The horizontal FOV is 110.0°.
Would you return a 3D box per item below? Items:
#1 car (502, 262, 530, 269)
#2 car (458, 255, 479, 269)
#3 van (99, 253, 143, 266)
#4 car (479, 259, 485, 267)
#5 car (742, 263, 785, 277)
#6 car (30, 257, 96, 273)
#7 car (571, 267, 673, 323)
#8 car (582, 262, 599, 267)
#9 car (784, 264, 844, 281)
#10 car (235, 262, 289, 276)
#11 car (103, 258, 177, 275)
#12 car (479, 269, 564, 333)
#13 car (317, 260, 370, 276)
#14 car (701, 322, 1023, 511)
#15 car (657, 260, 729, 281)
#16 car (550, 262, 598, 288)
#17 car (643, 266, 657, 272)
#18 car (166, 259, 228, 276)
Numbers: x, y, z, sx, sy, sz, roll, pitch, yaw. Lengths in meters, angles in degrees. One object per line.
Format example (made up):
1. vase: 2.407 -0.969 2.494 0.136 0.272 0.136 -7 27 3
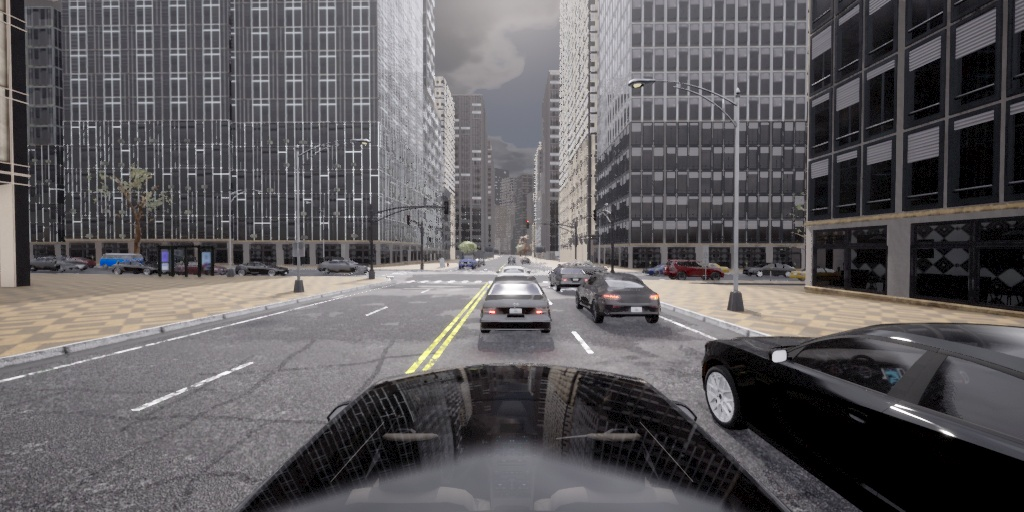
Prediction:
1. car: 0.086 1.265 20.251 1.812 1.442 4.674 0 0 0
2. car: -6.639 0.933 53.890 2.150 2.045 5.566 0 0 0
3. van: -45.319 0.603 41.615 3.998 1.789 1.690 0 0 1
4. car: -6.613 1.191 63.808 2.128 1.511 4.902 0 0 0
5. car: 27.012 1.458 37.769 4.892 1.490 1.837 1 1 1
6. car: -45.468 0.845 35.844 4.902 1.511 2.128 1 1 1
7. car: 3.344 1.271 11.930 1.812 1.442 4.674 0 0 0
8. car: 6.805 1.319 34.895 4.902 1.511 2.128 1 1 1
9. car: 27.618 1.577 31.982 4.829 1.417 1.751 0 0 1
10. car: -22.756 1.172 32.666 4.313 1.339 1.948 0 0 1
11. car: -34.121 1.068 32.963 4.313 1.339 1.948 0 0 1
12. car: 0.094 1.293 10.660 2.033 1.411 5.357 0 0 0
13. car: -16.497 1.109 35.327 4.902 1.511 2.128 1 1 0
14. car: 3.344 1.227 2.584 1.882 1.535 5.008 0 0 0
15. car: 16.170 1.267 32.169 5.009 1.841 2.192 0 0 1
16. car: 3.337 1.286 21.341 2.033 1.411 5.357 0 0 0
17. car: 16.696 1.410 37.940 5.357 1.411 2.033 0 1 1
18. car: -28.440 1.136 32.794 4.207 1.307 1.802 0 0 1
